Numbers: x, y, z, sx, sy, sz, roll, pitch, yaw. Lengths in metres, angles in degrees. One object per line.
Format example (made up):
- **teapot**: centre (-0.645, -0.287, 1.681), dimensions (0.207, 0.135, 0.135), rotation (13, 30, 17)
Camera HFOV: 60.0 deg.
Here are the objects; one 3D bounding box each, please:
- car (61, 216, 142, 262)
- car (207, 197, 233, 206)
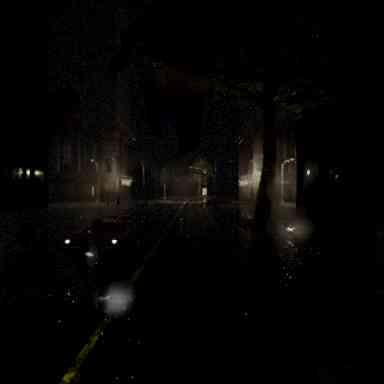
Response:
- **car**: centre (-3.107, 1.602, 12.356), dimensions (1.895, 1.301, 4.718), rotation (0, 0, 0)
- **car**: centre (4.570, 1.583, 54.786), dimensions (4.181, 1.385, 1.994), rotation (0, 0, 0)
